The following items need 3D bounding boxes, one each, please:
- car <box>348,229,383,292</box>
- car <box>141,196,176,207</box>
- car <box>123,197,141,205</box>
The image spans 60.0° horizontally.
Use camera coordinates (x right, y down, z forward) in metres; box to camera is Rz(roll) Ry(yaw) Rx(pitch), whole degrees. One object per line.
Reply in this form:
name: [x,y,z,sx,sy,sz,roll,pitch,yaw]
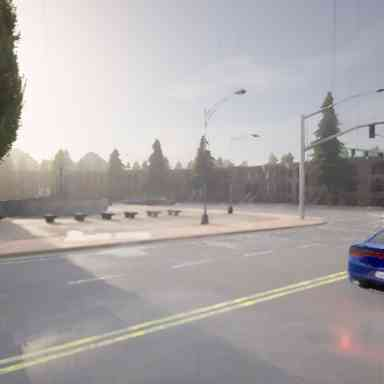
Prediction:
car: [5.721,1.457,7.881,5.008,1.535,1.882,0,0,-35]
car: [-4.721,1.421,49.726,5.008,1.535,1.882,0,0,35]
car: [-9.185,1.490,56.513,5.357,1.411,2.033,0,0,26]
